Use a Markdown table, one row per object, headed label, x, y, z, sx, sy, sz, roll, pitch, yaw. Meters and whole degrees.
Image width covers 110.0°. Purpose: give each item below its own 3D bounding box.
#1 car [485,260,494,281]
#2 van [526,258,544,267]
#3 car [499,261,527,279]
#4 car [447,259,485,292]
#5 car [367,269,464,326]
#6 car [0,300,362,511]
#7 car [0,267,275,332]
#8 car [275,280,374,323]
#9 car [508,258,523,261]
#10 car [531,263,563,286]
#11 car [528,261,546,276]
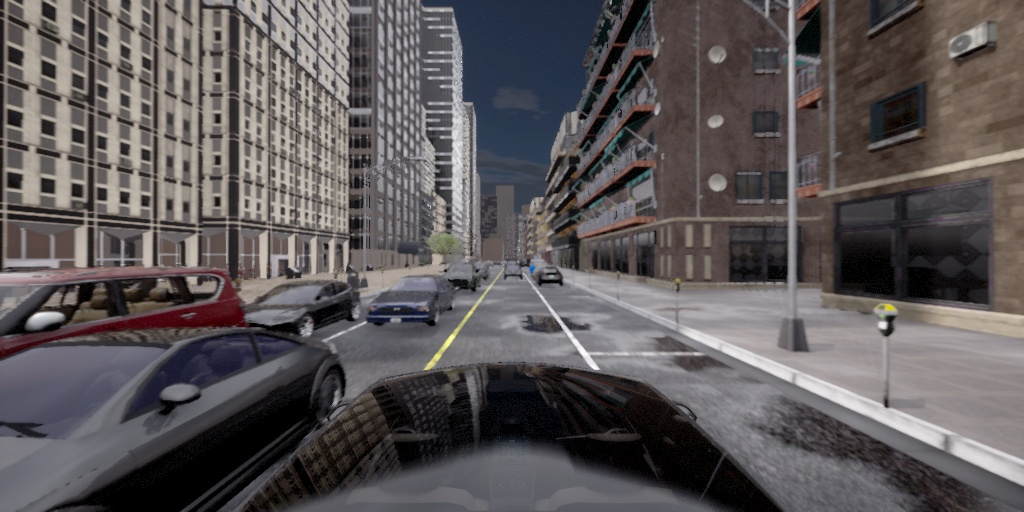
| label | x | y | z | sx | sy | sz | roll | pitch | yaw |
| --- | --- | --- | --- | --- | --- | --- | --- | --- | --- |
| car | -3.048 | 1.408 | 32.772 | 2.128 | 1.511 | 4.902 | 0 | 0 | 0 |
| van | 2.690 | 1.285 | 37.511 | 1.690 | 1.789 | 3.998 | 0 | 0 | 0 |
| car | 0.110 | 1.475 | 34.652 | 2.033 | 1.411 | 5.357 | 0 | 0 | 0 |
| car | -3.089 | 1.210 | 22.395 | 2.097 | 1.767 | 4.553 | 0 | 0 | 0 |
| car | -3.100 | 1.352 | 12.245 | 2.033 | 1.411 | 5.357 | 0 | 0 | 0 |
| car | -3.091 | 1.320 | 2.820 | 1.994 | 1.385 | 4.181 | 0 | 0 | 1 |
| car | -5.692 | 1.078 | 4.375 | 2.192 | 1.841 | 5.009 | 0 | 0 | 0 |
| car | -5.692 | 1.358 | 9.898 | 1.948 | 1.339 | 4.313 | 0 | 0 | 0 |
| car | 0.045 | 1.362 | 48.554 | 2.097 | 1.767 | 4.553 | 0 | 0 | 1 |
| car | 2.690 | 1.447 | 26.465 | 1.948 | 1.339 | 4.313 | 0 | 0 | 0 |
| car | 2.690 | 1.437 | 32.158 | 1.751 | 1.417 | 4.829 | 0 | 0 | 0 |
